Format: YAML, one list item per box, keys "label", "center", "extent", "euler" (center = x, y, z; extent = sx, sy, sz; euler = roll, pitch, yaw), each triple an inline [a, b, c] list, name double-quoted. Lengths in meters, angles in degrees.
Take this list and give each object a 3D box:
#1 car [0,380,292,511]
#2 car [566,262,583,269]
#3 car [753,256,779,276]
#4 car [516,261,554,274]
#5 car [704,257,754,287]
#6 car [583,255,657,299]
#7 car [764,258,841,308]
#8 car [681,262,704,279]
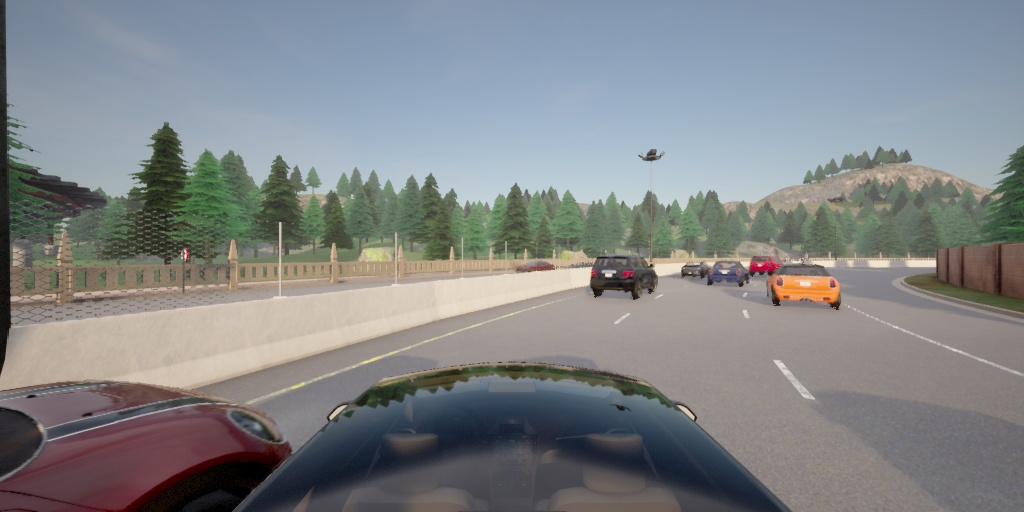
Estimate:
- label: "car"
  center: [-3.045, 1.102, 0.835]
  extent: [2.097, 1.767, 4.553]
  euler: [0, 0, 21]
- label: "car"
  center: [7.296, 1.314, 37.625]
  extent: [1.994, 1.385, 4.181]
  euler: [0, 0, 43]
- label: "car"
  center: [25.405, 0.971, 35.598]
  extent: [5.566, 2.045, 2.150]
  euler: [0, 0, -41]
- label: "car"
  center: [2.418, 1.227, 37.366]
  extent: [1.882, 1.535, 5.008]
  euler: [0, 0, 41]
- label: "car"
  center: [15.310, 1.102, 25.210]
  extent: [2.097, 1.767, 4.553]
  euler: [0, 0, 39]
- label: "car"
  center: [5.803, 0.969, 18.307]
  extent: [2.150, 2.045, 5.566]
  euler: [0, 0, 33]
- label: "car"
  center: [12.378, 1.102, 15.475]
  extent: [2.097, 1.767, 4.553]
  euler: [0, 0, 33]
- label: "car"
  center: [16.748, 1.240, 32.115]
  extent: [2.128, 1.511, 4.902]
  euler: [0, 0, 44]
